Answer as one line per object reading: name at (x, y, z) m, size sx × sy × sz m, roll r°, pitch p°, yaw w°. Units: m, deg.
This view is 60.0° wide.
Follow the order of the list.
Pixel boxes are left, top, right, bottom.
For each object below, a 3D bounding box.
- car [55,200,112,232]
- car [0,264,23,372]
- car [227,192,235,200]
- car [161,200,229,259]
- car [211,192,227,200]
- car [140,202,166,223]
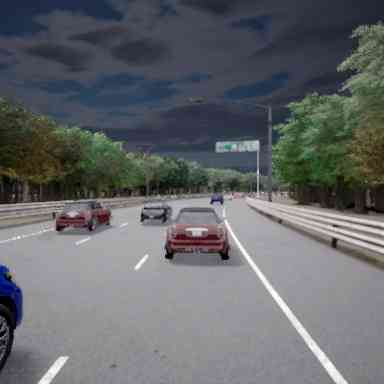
car at (-6.364, 1.321, 20.121) m, size 2.097 × 1.767 × 4.553 m, roll 0°, pitch 0°, yaw 3°
car at (-3.404, 1.214, 2.186) m, size 2.150 × 2.045 × 5.566 m, roll 0°, pitch 0°, yaw 1°
car at (9.165, 1.119, 85.801) m, size 2.150 × 2.045 × 5.566 m, roll 0°, pitch 0°, yaw 12°
car at (0.228, 1.346, 12.770) m, size 2.097 × 1.767 × 4.553 m, roll 0°, pitch 0°, yaw 2°
car at (4.671, 1.158, 60.758) m, size 2.150 × 2.045 × 5.566 m, roll 0°, pitch 0°, yaw 9°
car at (-2.576, 1.466, 25.000) m, size 2.128 × 1.511 × 4.902 m, roll 0°, pitch 0°, yaw 4°
